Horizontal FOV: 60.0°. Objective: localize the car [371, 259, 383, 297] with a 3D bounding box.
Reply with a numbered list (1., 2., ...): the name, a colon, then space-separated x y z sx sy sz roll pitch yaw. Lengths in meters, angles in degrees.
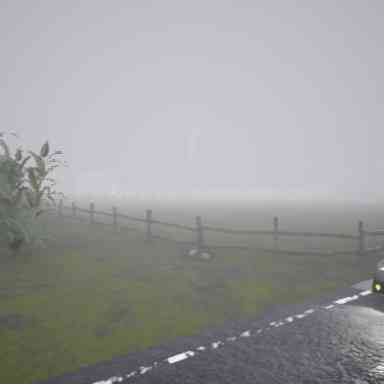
1. car: 5.696 1.563 7.126 4.181 1.385 1.994 0 0 -35
